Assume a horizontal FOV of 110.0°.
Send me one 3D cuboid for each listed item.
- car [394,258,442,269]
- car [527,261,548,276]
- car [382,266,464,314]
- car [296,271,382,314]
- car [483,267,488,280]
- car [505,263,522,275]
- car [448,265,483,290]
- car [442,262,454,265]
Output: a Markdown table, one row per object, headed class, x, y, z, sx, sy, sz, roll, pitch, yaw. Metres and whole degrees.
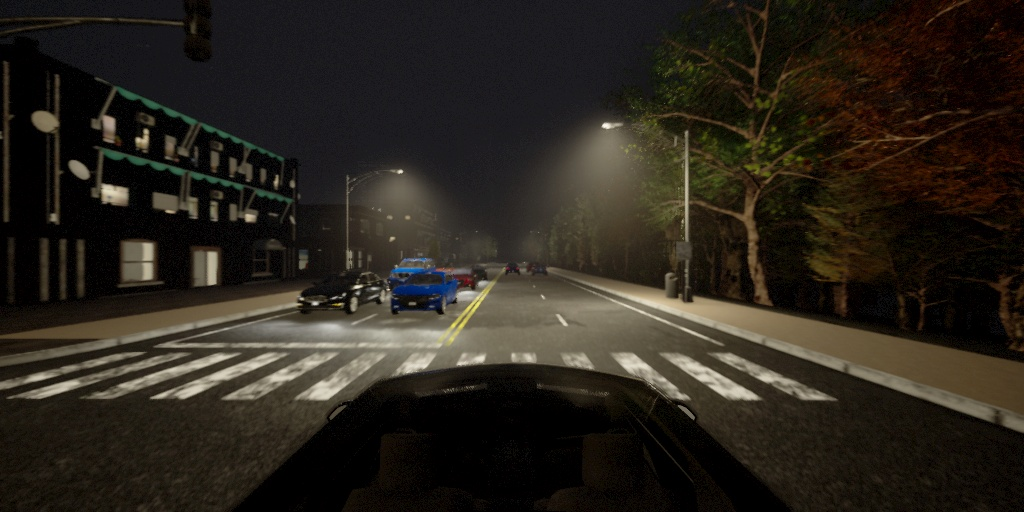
| class | x | y | z | sx | sy | sz | roll | pitch | yaw |
| --- | --- | --- | --- | --- | --- | --- | --- | --- | --- |
| car | -6.595 | 1.182 | 24.565 | 2.150 | 2.045 | 5.566 | 0 | -1 | 0 |
| car | 3.361 | 1.691 | 44.302 | 2.033 | 1.411 | 5.357 | 0 | -1 | 0 |
| car | -3.348 | 1.346 | 14.528 | 1.882 | 1.535 | 5.008 | 0 | -1 | 0 |
| car | -6.594 | 1.372 | 14.466 | 1.837 | 1.490 | 4.892 | 0 | -1 | 0 |
| car | -3.339 | 1.616 | 34.554 | 1.994 | 1.385 | 4.181 | 0 | 0 | 0 |
| car | 0.101 | 1.680 | 45.586 | 1.812 | 1.442 | 4.674 | 0 | -1 | 0 |
| car | -3.347 | 1.524 | 24.490 | 1.994 | 1.385 | 4.181 | 0 | -1 | 0 |
| car | -6.581 | 1.405 | 34.622 | 2.097 | 1.767 | 4.553 | 0 | -1 | 0 |
